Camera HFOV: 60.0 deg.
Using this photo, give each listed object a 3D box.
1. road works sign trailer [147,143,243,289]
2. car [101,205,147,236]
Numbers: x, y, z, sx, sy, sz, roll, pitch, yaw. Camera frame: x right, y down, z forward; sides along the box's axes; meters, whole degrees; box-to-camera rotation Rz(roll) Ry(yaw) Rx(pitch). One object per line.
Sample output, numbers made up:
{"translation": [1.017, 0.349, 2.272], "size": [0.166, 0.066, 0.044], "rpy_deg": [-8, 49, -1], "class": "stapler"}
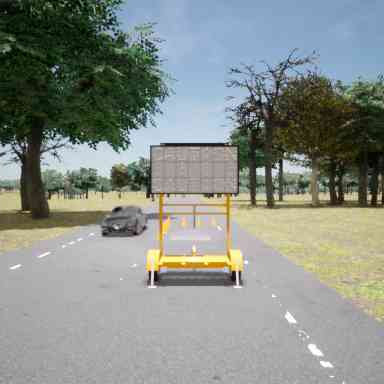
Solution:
{"translation": [0.067, 0.461, 9.161], "size": [2.380, 3.560, 2.880], "rpy_deg": [0, 0, 0], "class": "road works sign trailer"}
{"translation": [-3.650, 1.502, 18.539], "size": [1.837, 1.490, 4.892], "rpy_deg": [0, 0, 0], "class": "car"}
